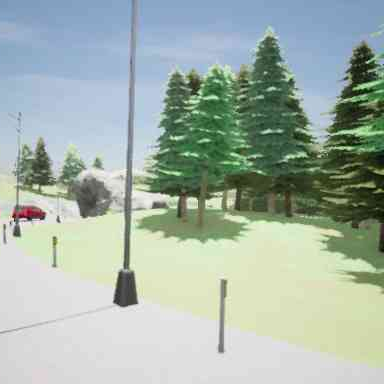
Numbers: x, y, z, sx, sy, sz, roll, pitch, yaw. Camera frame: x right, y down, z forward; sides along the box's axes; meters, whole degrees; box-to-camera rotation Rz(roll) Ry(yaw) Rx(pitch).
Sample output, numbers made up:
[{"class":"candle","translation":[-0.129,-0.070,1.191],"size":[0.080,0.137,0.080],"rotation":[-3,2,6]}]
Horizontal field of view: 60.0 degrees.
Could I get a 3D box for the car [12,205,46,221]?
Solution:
[{"class":"car","translation":[-21.191,2.755,43.555],"size":[2.150,2.045,5.566],"rotation":[2,-4,1]}]
